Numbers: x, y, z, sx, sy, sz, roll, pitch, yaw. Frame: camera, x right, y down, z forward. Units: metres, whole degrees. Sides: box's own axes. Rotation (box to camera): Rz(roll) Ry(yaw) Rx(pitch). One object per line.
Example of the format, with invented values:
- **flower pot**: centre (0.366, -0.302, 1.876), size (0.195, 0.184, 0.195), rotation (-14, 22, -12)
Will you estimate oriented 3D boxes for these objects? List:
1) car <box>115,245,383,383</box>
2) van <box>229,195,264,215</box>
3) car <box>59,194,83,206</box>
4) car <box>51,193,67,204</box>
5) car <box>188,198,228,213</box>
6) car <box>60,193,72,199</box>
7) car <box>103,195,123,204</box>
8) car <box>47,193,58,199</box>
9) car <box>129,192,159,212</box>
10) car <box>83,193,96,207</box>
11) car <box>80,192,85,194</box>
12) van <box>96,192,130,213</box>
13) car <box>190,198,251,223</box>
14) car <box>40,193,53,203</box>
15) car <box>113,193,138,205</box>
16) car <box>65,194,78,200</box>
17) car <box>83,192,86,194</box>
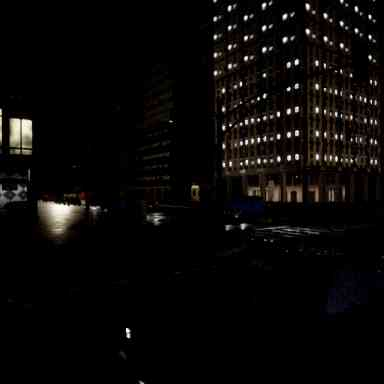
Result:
- **car**: centre (1.720, 1.546, 4.793), size (5.357, 1.411, 2.033), rotation (0, 0, -36)
- **van**: centre (4.834, 1.200, 30.845), size (1.690, 1.788, 3.998), rotation (0, 0, -34)
- **car**: centre (-17.722, 1.362, 49.018), size (1.947, 1.339, 4.313), rotation (0, 0, -34)
- **car**: centre (-20.827, 1.321, 53.605), size (2.008, 1.369, 4.403), rotation (0, 0, -34)
- **car**: centre (1.655, 1.379, 35.381), size (1.887, 1.381, 4.507), rotation (0, 0, -34)
- **car**: centre (-32.611, 1.065, 85.967), size (1.752, 1.417, 4.829), rotation (0, 0, -34)
- **car**: centre (-13.887, 1.247, 58.302), size (1.887, 1.381, 4.507), rotation (0, 0, -34)
- **car**: centre (-36.530, 1.065, 86.951), size (1.812, 1.442, 4.674), rotation (-1, 1, -34)
- **car**: centre (-5.669, 1.078, 35.823), size (2.150, 2.045, 5.566), rotation (-1, 1, -34)
- **car**: centre (-13.776, 1.316, 47.871), size (1.812, 1.442, 4.674), rotation (-1, 0, -34)
- **car**: centre (-23.202, 0.936, 72.063), size (2.192, 1.841, 5.009), rotation (0, 0, -34)
- **van**: centre (-8.408, 1.217, 35.255), size (1.690, 1.788, 3.998), rotation (0, 0, -34)
- **car**: centre (1.702, 1.413, 24.932), size (2.128, 1.511, 4.902), rotation (-1, 1, -34)
- **car**: centre (-27.036, 1.298, 62.780), size (1.802, 1.307, 4.206), rotation (0, 0, -34)
- **car**: centre (-10.782, 1.044, 53.714), size (2.192, 1.841, 5.009), rotation (0, 0, -34)
- **car**: centre (-29.411, 1.118, 81.239), size (2.008, 1.369, 4.403), rotation (0, 0, -34)
- **car**: centre (-20.097, 1.214, 67.478), size (1.947, 1.339, 4.313), rotation (0, 0, -34)
